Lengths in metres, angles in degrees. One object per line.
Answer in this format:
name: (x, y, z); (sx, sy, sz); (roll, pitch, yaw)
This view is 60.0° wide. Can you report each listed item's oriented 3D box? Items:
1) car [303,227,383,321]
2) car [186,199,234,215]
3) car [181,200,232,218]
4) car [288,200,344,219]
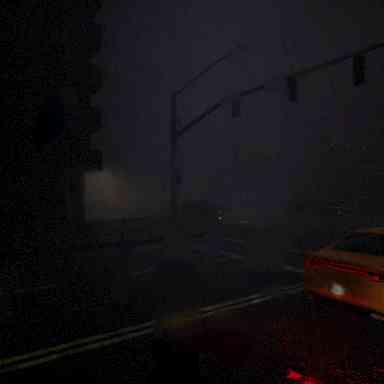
car: (4.425, 1.461, 6.917); (5.008, 1.535, 1.882); (0, 0, -35)
car: (1.754, 1.499, 34.411); (2.033, 1.411, 5.357); (0, 0, -35)
car: (0.881, 1.451, 29.566); (2.128, 1.511, 4.902); (0, 0, -35)
car: (10.406, 1.435, 28.309); (2.128, 1.511, 4.902); (0, 0, -30)
